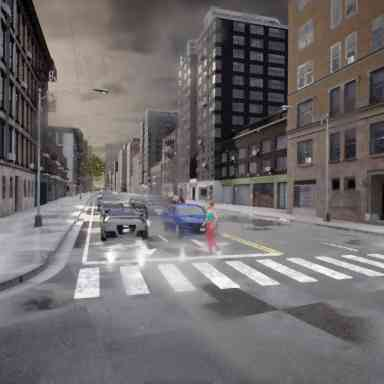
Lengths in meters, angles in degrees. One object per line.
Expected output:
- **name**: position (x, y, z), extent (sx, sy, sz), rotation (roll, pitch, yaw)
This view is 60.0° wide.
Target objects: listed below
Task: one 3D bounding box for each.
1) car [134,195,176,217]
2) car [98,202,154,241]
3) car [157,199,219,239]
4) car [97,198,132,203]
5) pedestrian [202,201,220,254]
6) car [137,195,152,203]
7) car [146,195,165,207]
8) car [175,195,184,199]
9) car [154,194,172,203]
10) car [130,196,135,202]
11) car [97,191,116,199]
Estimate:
- **car**: position (-3.062, 1.273, 26.658), extent (2.128, 1.511, 4.902), rotation (1, 0, -16)
- **car**: position (-3.260, 1.393, 15.599), extent (1.994, 1.385, 4.181), rotation (1, 0, -16)
- **car**: position (-0.220, 1.337, 16.797), extent (1.882, 1.535, 5.008), rotation (1, 0, -16)
- **car**: position (-5.684, 1.363, 24.022), extent (1.895, 1.301, 4.718), rotation (1, 0, -16)
- **pedestrian**: position (0.663, 1.186, 11.445), extent (0.375, 1.860, 0.375), rotation (1, 0, -16)
- **car**: position (-8.122, 1.169, 56.326), extent (1.895, 1.301, 4.718), rotation (1, 0, -16)
- **car**: position (-5.200, 1.162, 46.364), extent (1.837, 1.490, 4.892), rotation (1, 0, -16)
- **car**: position (-2.166, 1.213, 47.536), extent (1.812, 1.442, 4.674), rotation (1, 0, -15)
- **car**: position (-4.991, 1.149, 57.196), extent (2.033, 1.411, 5.357), rotation (1, 0, -16)
- **car**: position (-5.893, 1.205, 36.529), extent (1.837, 1.490, 4.892), rotation (1, 0, -16)
- **car**: position (-8.448, 1.036, 33.660), extent (2.097, 1.767, 4.553), rotation (1, 0, -16)
